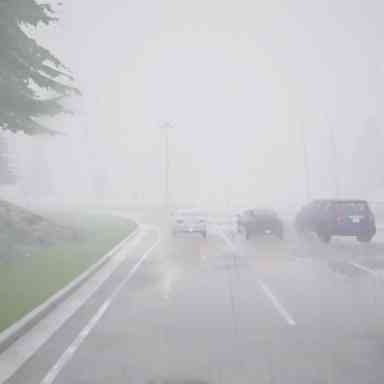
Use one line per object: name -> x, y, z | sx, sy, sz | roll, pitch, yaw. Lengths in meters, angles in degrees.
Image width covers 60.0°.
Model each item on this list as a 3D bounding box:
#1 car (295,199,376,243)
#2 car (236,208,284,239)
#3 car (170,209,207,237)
car -> 7.103, 1.354, 17.060 | 2.150, 2.045, 5.566 | 0, 0, 0
car -> 3.603, 1.645, 18.090 | 1.837, 1.490, 4.892 | 0, 0, 0
car -> -0.279, 1.674, 19.060 | 1.812, 1.442, 4.674 | 0, 0, -5
